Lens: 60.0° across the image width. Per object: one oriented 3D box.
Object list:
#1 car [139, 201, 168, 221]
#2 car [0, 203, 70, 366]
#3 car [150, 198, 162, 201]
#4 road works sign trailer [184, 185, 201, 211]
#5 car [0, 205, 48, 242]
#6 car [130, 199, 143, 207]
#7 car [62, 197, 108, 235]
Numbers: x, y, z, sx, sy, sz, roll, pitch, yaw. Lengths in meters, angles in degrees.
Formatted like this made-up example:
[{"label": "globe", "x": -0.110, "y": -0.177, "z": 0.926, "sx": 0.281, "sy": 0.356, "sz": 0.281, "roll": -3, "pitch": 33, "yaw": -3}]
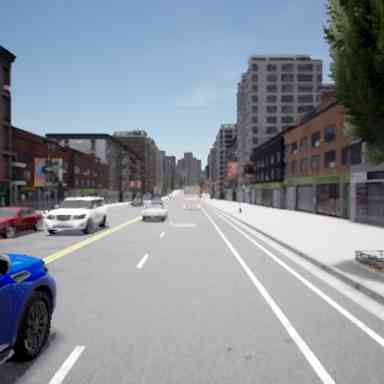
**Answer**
[{"label": "car", "x": -3.143, "y": 1.756, "z": 28.988, "sx": 1.895, "sy": 1.301, "sz": 4.718, "roll": 0, "pitch": 0, "yaw": 0}, {"label": "car", "x": -3.151, "y": 1.231, "z": 2.757, "sx": 2.150, "sy": 2.045, "sz": 5.566, "roll": 0, "pitch": 0, "yaw": 0}, {"label": "car", "x": -6.522, "y": 1.831, "z": 61.150, "sx": 2.097, "sy": 1.767, "sz": 4.553, "roll": 0, "pitch": -1, "yaw": 1}, {"label": "road works sign trailer", "x": 0.036, "y": 0.792, "z": 47.088, "sx": 2.380, "sy": 3.560, "sz": 2.880, "roll": 0, "pitch": -1, "yaw": 3}, {"label": "car", "x": -9.844, "y": 1.556, "z": 17.988, "sx": 1.882, "sy": 1.535, "sz": 5.008, "roll": 0, "pitch": 0, "yaw": 0}, {"label": "car", "x": -9.772, "y": 1.962, "z": 59.317, "sx": 1.837, "sy": 1.490, "sz": 4.892, "roll": 0, "pitch": -1, "yaw": 1}, {"label": "car", "x": -6.595, "y": 1.311, "z": 19.738, "sx": 2.150, "sy": 2.045, "sz": 5.566, "roll": 0, "pitch": 0, "yaw": 0}]
